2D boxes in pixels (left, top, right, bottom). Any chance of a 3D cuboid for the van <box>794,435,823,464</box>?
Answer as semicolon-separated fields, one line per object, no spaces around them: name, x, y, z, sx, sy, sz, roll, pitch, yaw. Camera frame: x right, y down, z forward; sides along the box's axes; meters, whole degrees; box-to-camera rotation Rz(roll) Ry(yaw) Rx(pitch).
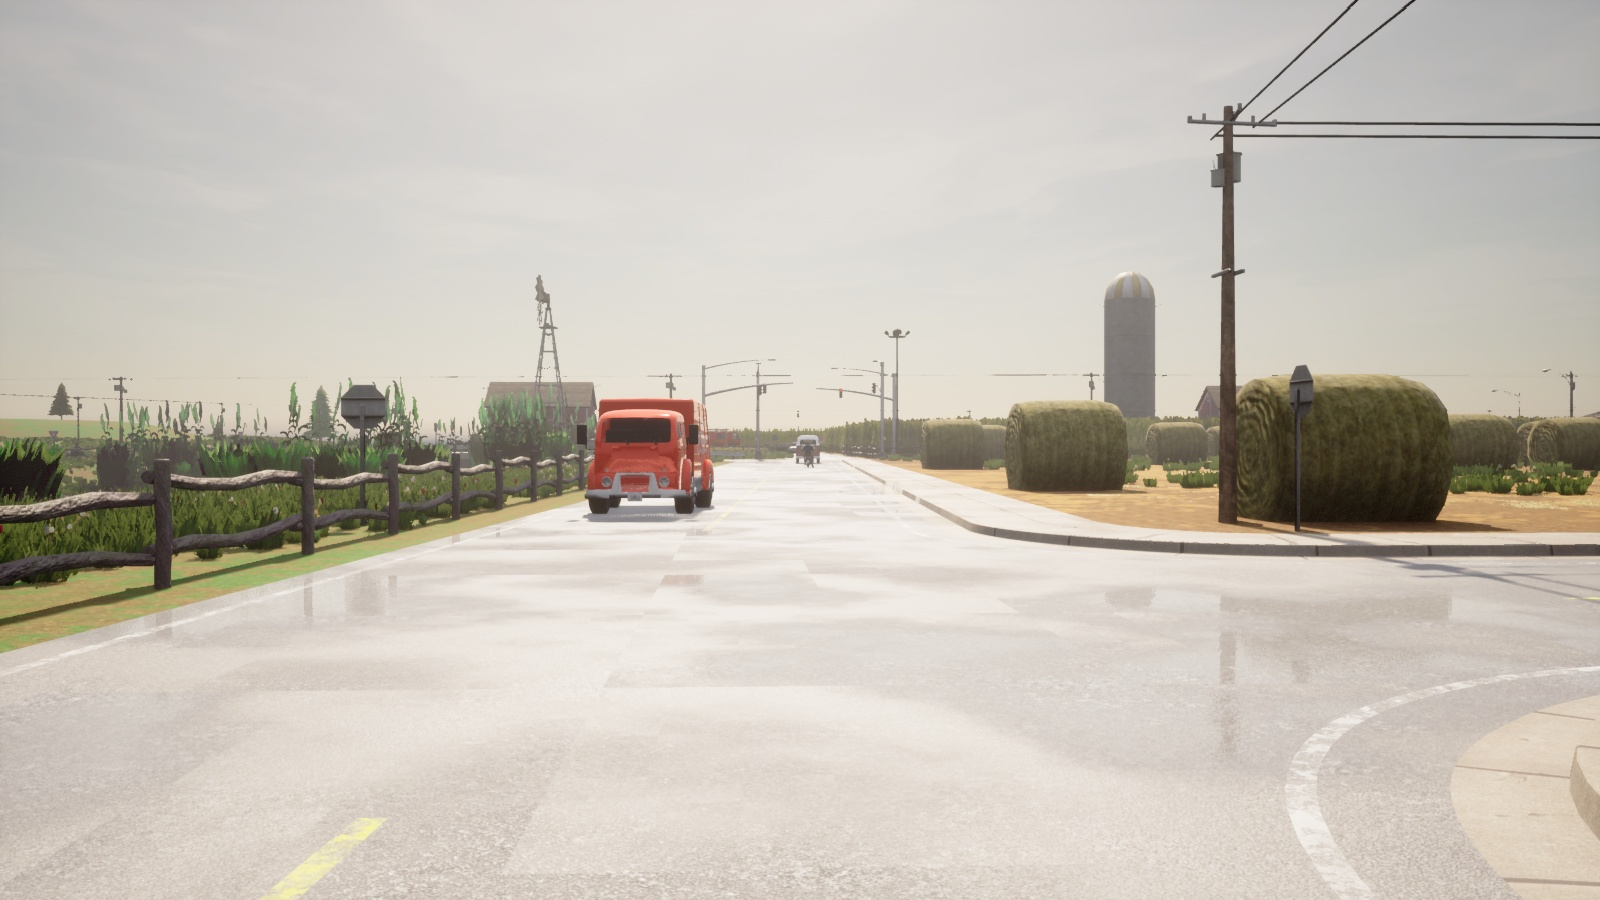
van;0.589;-0.048;91.887;2.069;2.038;4.480;0;0;0

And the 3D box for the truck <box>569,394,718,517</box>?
truck;-3.311;0.100;27.866;2.627;2.467;5.204;0;0;0
